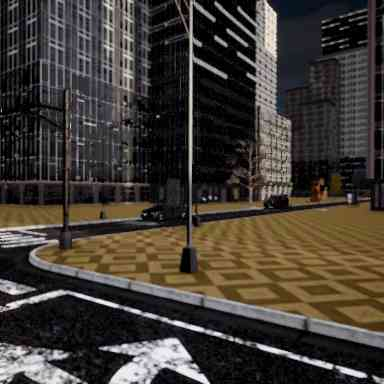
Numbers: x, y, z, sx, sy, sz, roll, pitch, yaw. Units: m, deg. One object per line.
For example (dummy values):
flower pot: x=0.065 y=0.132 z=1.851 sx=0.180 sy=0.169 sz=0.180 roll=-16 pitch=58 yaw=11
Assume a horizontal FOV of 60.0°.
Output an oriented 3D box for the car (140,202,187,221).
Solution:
car: x=-2.298 y=1.616 z=28.351 sx=1.837 sy=1.490 sz=4.892 roll=0 pitch=0 yaw=36

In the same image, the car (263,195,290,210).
car: x=12.372 y=1.440 z=48.345 sx=2.150 sy=2.045 sz=5.566 roll=0 pitch=0 yaw=37
